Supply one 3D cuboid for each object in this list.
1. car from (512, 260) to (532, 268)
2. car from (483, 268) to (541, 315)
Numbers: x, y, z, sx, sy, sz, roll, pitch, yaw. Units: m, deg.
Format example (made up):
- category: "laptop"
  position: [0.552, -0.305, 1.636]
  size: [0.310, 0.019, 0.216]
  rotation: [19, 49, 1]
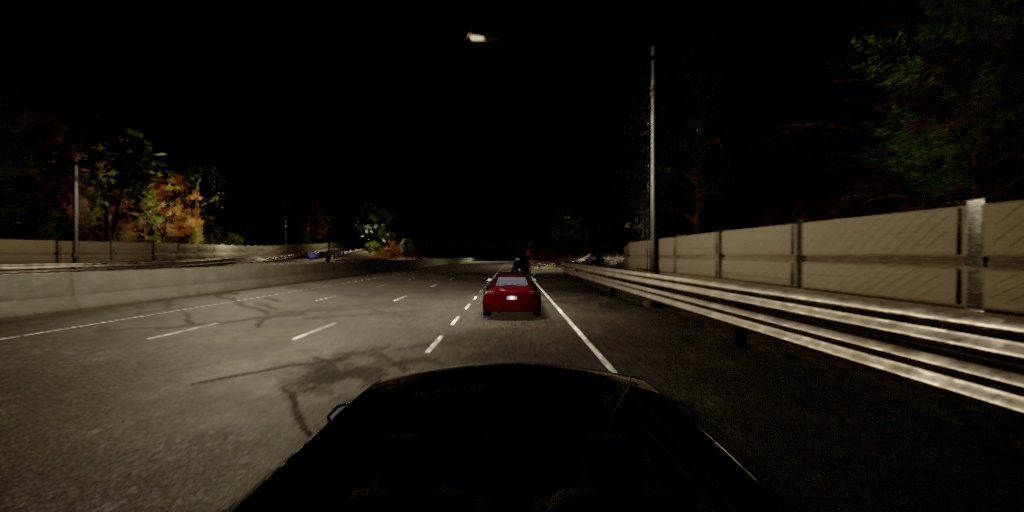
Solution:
- category: "car"
  position: [1.184, 1.255, 42.131]
  size: [1.837, 1.490, 4.892]
  rotation: [-1, 0, 9]
- category: "car"
  position: [-0.002, 1.311, 13.492]
  size: [1.994, 1.385, 4.181]
  rotation: [0, 0, 0]
